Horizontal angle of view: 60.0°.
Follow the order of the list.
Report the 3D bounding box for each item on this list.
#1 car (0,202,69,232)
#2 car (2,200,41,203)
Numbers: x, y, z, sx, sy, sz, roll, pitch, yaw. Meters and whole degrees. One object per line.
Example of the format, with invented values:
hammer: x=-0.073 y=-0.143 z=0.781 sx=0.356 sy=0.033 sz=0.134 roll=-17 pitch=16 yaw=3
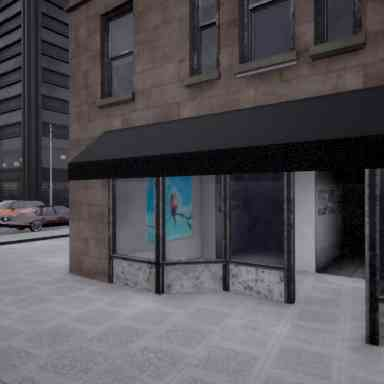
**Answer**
car: x=-8.427 y=1.491 z=19.754 sx=2.033 sy=1.411 sz=5.357 roll=0 pitch=0 yaw=35
car: x=-11.345 y=1.311 z=21.002 sx=2.097 sy=1.767 sz=4.553 roll=0 pitch=0 yaw=35
